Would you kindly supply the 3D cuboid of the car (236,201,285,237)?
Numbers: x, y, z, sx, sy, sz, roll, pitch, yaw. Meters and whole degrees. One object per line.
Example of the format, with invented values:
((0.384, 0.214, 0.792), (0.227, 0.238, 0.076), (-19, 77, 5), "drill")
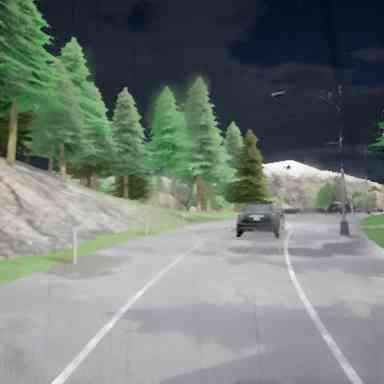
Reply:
((3.734, 1.276, 17.681), (2.097, 1.767, 4.553), (-1, 0, 19), "car")

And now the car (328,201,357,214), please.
((17.219, 1.708, 38.039), (4.674, 1.442, 1.812), (2, -5, -44), "car")
